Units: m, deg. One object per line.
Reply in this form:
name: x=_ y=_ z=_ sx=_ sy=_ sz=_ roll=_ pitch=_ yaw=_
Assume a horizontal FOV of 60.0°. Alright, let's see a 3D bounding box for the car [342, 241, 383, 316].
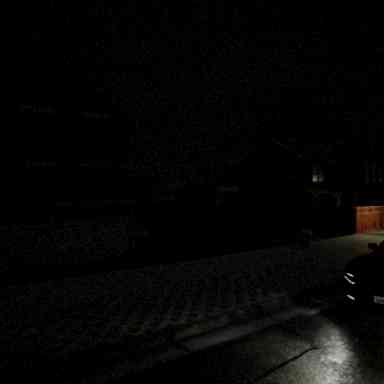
car: x=5.069 y=1.519 z=6.985 sx=5.008 sy=1.535 sz=1.882 roll=0 pitch=0 yaw=-38
